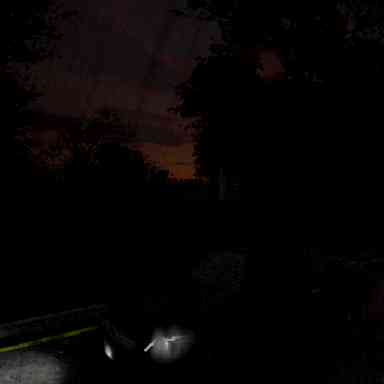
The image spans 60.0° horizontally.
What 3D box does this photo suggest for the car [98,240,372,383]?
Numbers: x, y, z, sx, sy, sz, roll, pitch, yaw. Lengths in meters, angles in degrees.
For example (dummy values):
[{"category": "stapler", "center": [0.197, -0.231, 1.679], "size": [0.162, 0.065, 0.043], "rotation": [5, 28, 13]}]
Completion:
[{"category": "car", "center": [0.963, 1.526, 5.104], "size": [4.674, 1.442, 1.812], "rotation": [0, 0, -35]}]
